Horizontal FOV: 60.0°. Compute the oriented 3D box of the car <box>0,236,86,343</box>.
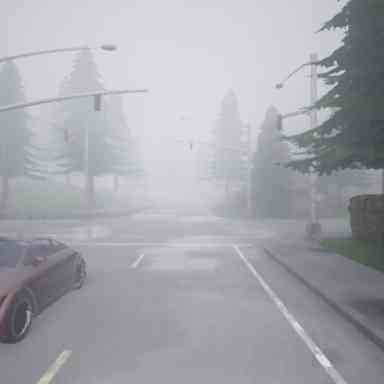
[{"bbox_3d":[-3.533,1.560,6.278,1.994,1.385,4.181,0,0,1],"label":"car"}]
